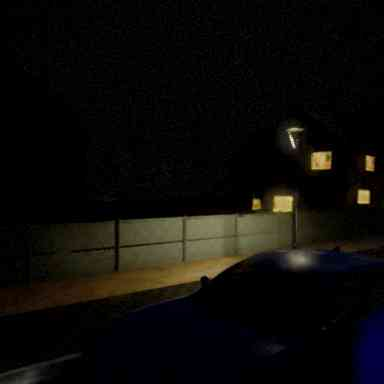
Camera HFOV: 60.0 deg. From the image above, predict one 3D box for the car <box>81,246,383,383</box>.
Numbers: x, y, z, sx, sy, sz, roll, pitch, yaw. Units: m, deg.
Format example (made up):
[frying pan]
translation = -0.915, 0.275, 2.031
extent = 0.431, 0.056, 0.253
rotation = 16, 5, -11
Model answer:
[car]
translation = 1.265, 1.497, 3.971
extent = 5.008, 1.535, 1.882
rotation = 0, 0, -36
